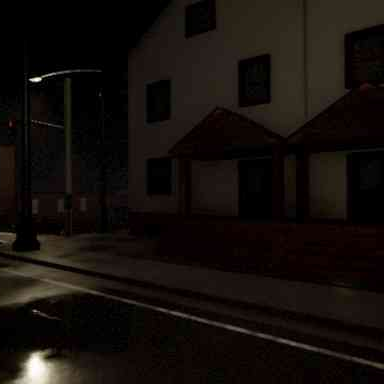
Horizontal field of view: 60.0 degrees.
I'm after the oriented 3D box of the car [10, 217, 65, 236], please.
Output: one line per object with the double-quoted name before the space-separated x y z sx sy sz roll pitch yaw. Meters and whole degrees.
"car" -12.622 2.830 28.038 1.837 1.490 4.892 -1 -9 36
